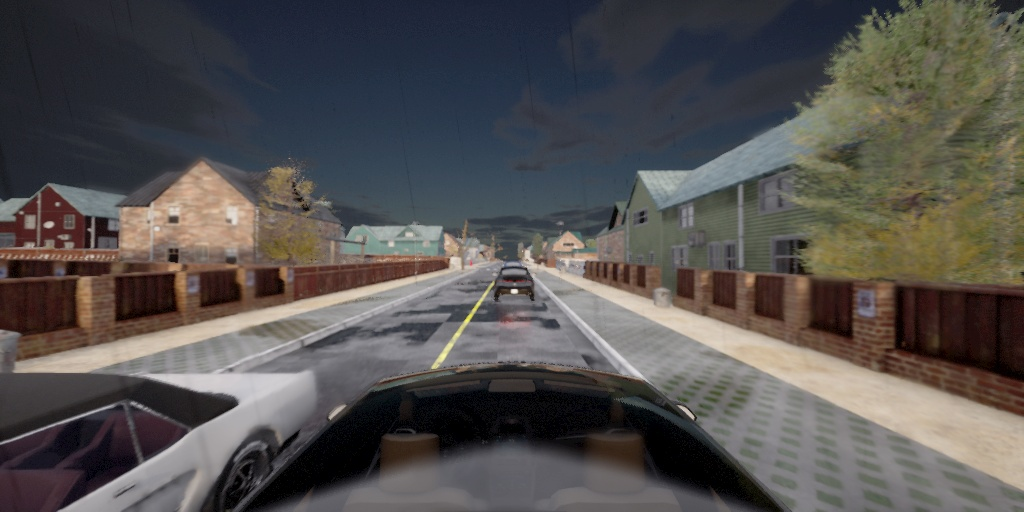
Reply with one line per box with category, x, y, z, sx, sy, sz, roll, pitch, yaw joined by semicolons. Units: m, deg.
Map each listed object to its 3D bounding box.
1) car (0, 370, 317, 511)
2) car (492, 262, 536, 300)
car;-2.849;1.351;1.289;1.895;1.301;4.718;0;0;0
car;0.099;1.234;17.483;1.837;1.490;4.892;0;0;0
